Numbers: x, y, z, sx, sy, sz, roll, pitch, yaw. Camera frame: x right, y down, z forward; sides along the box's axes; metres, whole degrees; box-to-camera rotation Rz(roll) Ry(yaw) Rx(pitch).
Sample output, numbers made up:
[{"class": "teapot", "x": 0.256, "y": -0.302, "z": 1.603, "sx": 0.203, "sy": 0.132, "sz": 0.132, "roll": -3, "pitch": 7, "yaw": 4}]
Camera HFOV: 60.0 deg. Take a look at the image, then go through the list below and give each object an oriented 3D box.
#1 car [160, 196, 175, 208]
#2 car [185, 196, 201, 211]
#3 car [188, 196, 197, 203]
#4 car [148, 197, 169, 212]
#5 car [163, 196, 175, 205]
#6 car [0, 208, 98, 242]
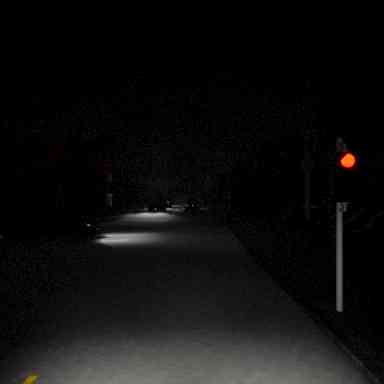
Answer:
[{"class": "car", "x": -4.076, "y": 1.350, "z": 48.348, "sx": 2.097, "sy": 1.767, "sz": 4.553, "roll": 0, "pitch": 0, "yaw": 0}, {"class": "car", "x": 0.101, "y": 1.546, "z": 39.909, "sx": 2.033, "sy": 1.411, "sz": 5.357, "roll": 0, "pitch": 0, "yaw": 0}, {"class": "car", "x": 0.059, "y": 1.676, "z": 74.403, "sx": 1.837, "sy": 1.490, "sz": 4.892, "roll": 0, "pitch": 0, "yaw": 0}, {"class": "car", "x": -4.090, "y": 1.599, "z": 39.385, "sx": 1.895, "sy": 1.301, "sz": 4.718, "roll": 0, "pitch": 0, "yaw": 0}, {"class": "car", "x": -4.041, "y": 1.523, "z": 58.502, "sx": 1.812, "sy": 1.442, "sz": 4.674, "roll": 0, "pitch": 0, "yaw": 0}, {"class": "car", "x": -6.949, "y": 1.524, "z": 16.028, "sx": 4.674, "sy": 1.442, "sz": 1.812, "roll": 0, "pitch": 0, "yaw": -6}]
